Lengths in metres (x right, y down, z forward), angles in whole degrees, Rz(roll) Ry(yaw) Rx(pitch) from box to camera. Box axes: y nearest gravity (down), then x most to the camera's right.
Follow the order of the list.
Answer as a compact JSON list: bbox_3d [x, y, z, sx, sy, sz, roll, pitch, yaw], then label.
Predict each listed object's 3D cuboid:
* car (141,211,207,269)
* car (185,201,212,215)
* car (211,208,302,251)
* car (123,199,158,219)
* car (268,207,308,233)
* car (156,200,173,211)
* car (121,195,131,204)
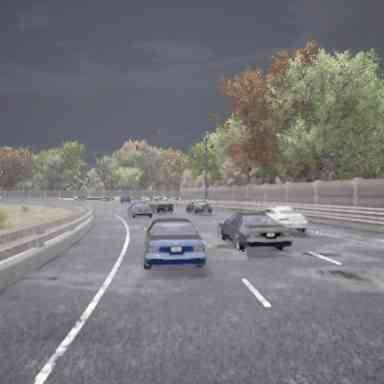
[{"bbox_3d":[-0.688,1.598,11.417,2.033,1.411,5.357,0,0,-6],"label":"car"},{"bbox_3d":[0.709,1.673,36.216,1.812,1.442,4.674,0,0,-19],"label":"car"},{"bbox_3d":[2.484,1.598,14.422,2.033,1.411,5.357,0,0,-8],"label":"car"},{"bbox_3d":[-5.003,1.696,31.468,2.033,1.411,5.357,0,0,-18],"label":"car"},{"bbox_3d":[5.060,1.589,19.687,1.812,1.442,4.674,0,0,-11],"label":"car"},{"bbox_3d":[-3.597,1.647,37.882,1.882,1.535,5.008,0,0,-21],"label":"car"},{"bbox_3d":[-14.974,1.590,75.198,2.150,2.045,5.566,0,0,-11],"label":"car"}]
